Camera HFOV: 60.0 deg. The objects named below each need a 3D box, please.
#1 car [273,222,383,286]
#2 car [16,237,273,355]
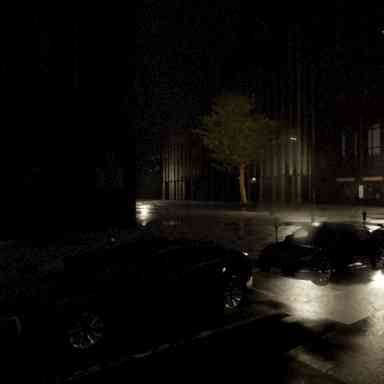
[{"bbox_3d":[3.817,1.566,9.402,4.313,1.339,1.947,0,0,-36],"label":"car"},{"bbox_3d":[-0.762,1.566,6.116,4.313,1.339,1.947,0,0,-36],"label":"car"}]
